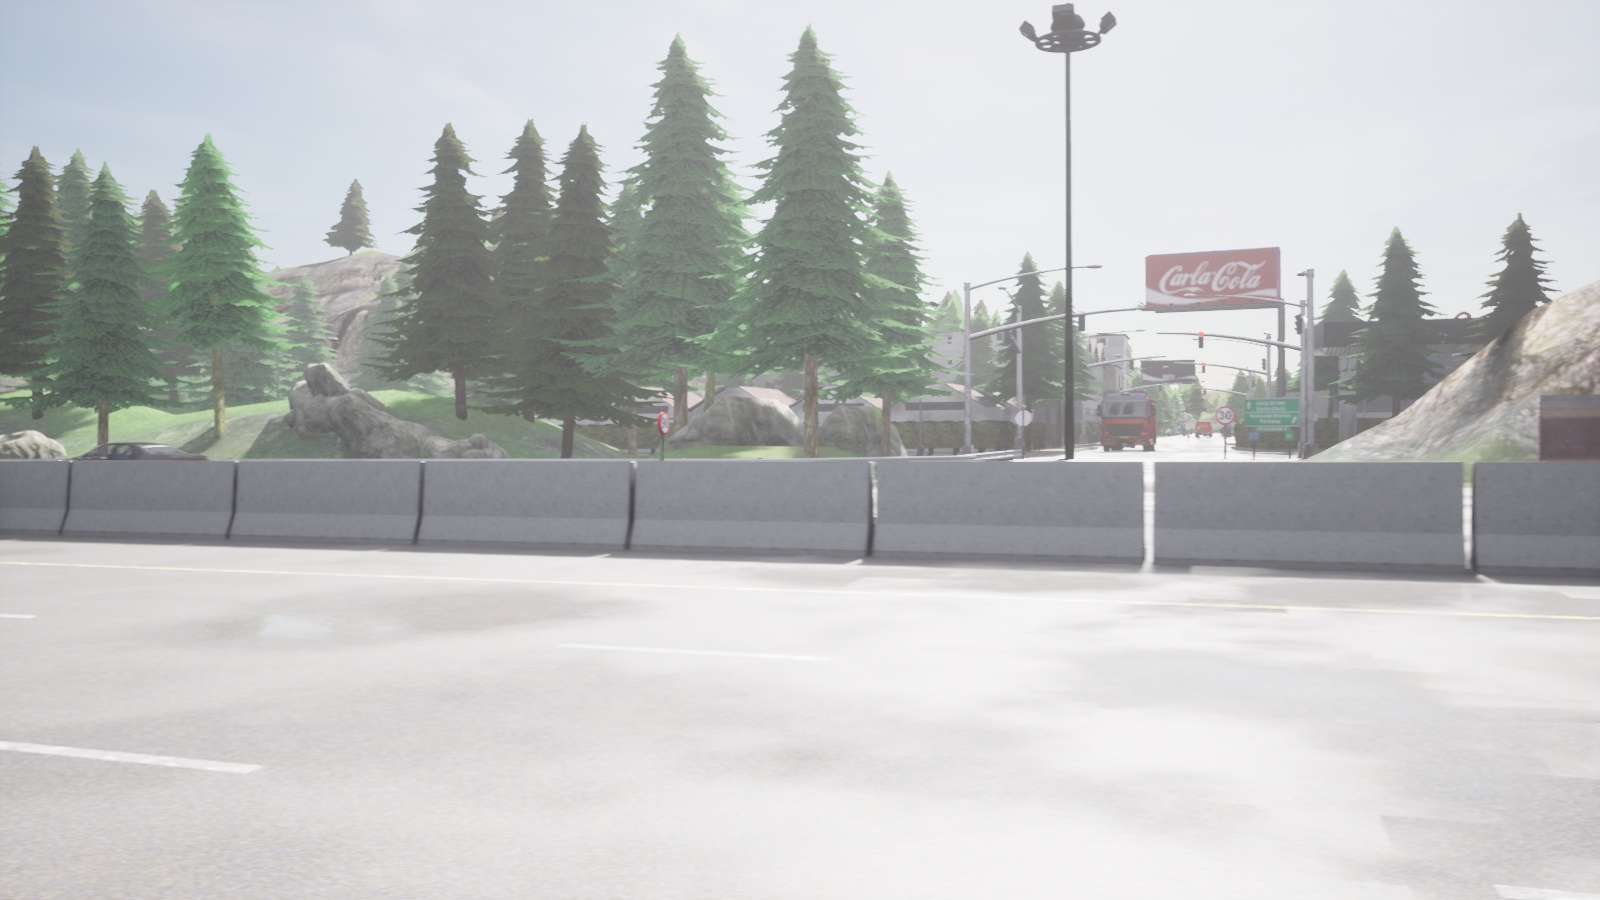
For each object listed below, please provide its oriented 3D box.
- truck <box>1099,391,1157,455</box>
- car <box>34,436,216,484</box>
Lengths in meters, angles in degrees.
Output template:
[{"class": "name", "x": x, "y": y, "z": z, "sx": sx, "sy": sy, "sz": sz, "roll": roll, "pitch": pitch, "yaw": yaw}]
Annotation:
[{"class": "truck", "x": 20.811, "y": -1.692, "z": 79.378, "sx": 2.891, "sy": 3.827, "sz": 8.468, "roll": 1, "pitch": 1, "yaw": 19}, {"class": "car", "x": -21.428, "y": 0.284, "z": 39.871, "sx": 5.357, "sy": 1.411, "sz": 2.033, "roll": 0, "pitch": 1, "yaw": 20}]
